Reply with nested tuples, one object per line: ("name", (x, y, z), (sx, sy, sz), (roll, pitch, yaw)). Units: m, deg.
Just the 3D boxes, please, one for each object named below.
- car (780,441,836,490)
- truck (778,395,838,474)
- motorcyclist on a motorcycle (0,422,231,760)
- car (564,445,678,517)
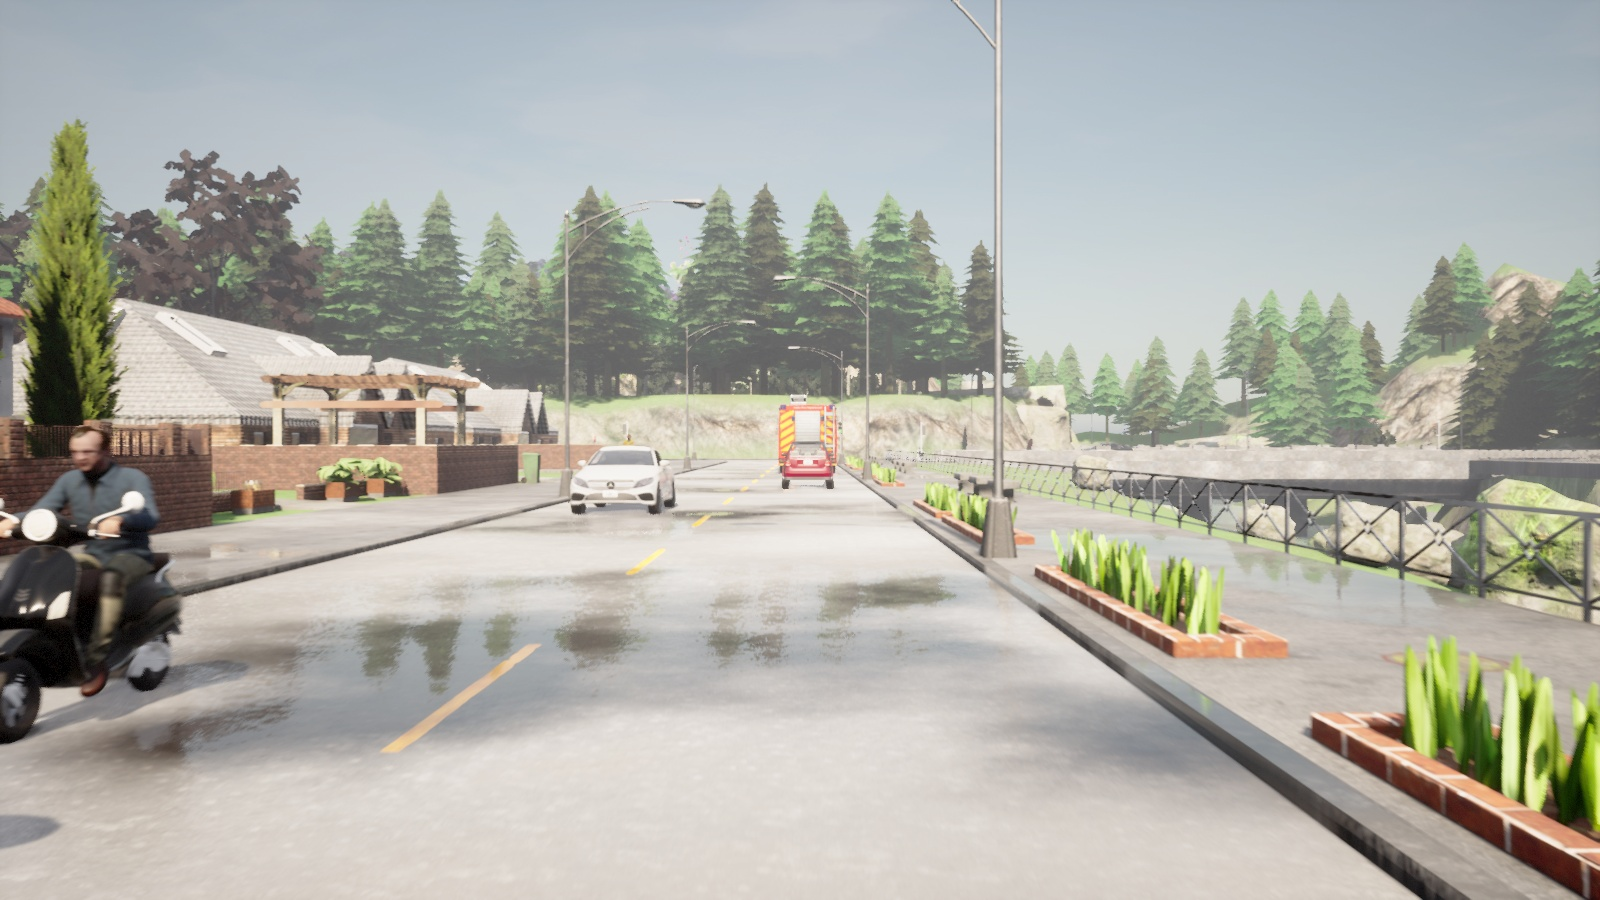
("car", (0.258, 0.488, 42.080), (1.789, 1.549, 3.705), (0, 0, 0))
("truck", (0.389, -0.783, 64.794), (2.891, 3.827, 8.468), (0, 0, 0))
("motorcyclist on a motorcycle", (-3.940, 0.658, 6.813), (0.866, 1.590, 1.817), (0, 0, 0))
("car", (-3.826, 0.614, 27.589), (1.812, 1.442, 4.674), (0, 0, 0))
